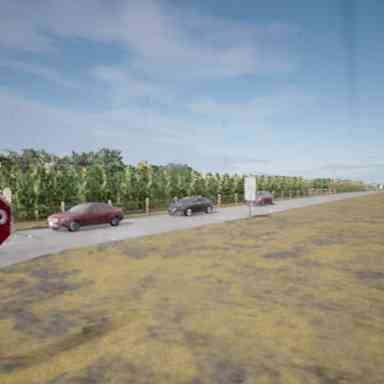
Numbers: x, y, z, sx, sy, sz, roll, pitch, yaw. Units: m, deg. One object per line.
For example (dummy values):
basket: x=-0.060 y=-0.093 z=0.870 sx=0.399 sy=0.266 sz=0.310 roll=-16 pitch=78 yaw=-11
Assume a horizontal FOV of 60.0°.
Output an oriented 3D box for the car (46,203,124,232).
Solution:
car: x=-6.034 y=1.371 z=19.332 sx=1.812 sy=1.442 sz=4.674 roll=1 pitch=1 yaw=36

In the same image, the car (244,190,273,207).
car: x=7.815 y=0.707 z=38.709 sx=2.097 sy=1.767 sz=4.553 roll=1 pitch=1 yaw=33

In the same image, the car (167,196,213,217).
car: x=-0.083 y=1.160 z=27.647 sx=1.837 sy=1.490 sz=4.892 roll=1 pitch=2 yaw=36
